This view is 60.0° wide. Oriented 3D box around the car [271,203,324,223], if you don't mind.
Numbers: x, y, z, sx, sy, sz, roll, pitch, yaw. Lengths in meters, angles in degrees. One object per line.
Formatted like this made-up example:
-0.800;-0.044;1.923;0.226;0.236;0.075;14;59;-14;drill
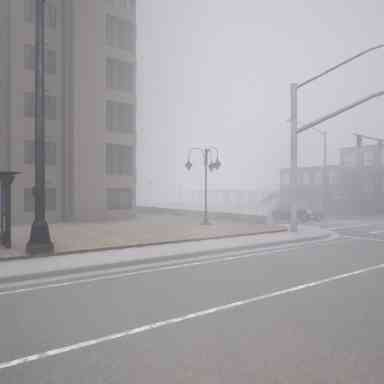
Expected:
9.141;1.743;29.119;2.097;1.767;4.553;1;-5;-36;car
